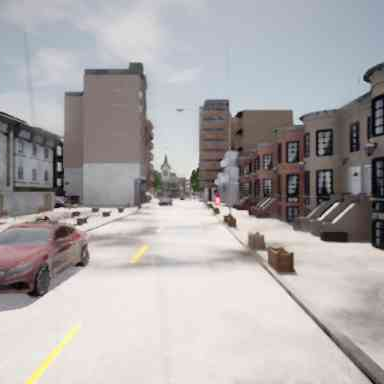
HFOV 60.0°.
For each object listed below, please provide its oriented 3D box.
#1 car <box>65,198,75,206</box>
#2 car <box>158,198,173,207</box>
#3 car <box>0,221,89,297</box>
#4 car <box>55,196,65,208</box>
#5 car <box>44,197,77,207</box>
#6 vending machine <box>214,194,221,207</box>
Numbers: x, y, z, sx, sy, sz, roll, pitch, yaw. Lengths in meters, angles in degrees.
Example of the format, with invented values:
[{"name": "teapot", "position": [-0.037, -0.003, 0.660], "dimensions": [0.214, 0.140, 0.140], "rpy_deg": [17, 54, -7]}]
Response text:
[{"name": "car", "position": [-19.323, 1.355, 46.273], "dimensions": [4.611, 1.667, 2.242], "rpy_deg": [0, 0, 10]}, {"name": "car", "position": [-4.088, 1.572, 51.859], "dimensions": [1.994, 1.385, 4.181], "rpy_deg": [0, 0, 0]}, {"name": "car", "position": [-4.101, 1.527, 8.702], "dimensions": [1.812, 1.442, 4.674], "rpy_deg": [0, 0, 0]}, {"name": "car", "position": [-19.088, 1.250, 43.172], "dimensions": [3.866, 1.878, 1.905], "rpy_deg": [0, 0, 10]}, {"name": "car", "position": [-19.468, 1.424, 49.224], "dimensions": [4.193, 1.474, 1.816], "rpy_deg": [0, 0, 10]}, {"name": "vending machine", "position": [4.259, 1.423, 55.088], "dimensions": [1.100, 2.100, 0.880], "rpy_deg": [0, 0, 0]}]
